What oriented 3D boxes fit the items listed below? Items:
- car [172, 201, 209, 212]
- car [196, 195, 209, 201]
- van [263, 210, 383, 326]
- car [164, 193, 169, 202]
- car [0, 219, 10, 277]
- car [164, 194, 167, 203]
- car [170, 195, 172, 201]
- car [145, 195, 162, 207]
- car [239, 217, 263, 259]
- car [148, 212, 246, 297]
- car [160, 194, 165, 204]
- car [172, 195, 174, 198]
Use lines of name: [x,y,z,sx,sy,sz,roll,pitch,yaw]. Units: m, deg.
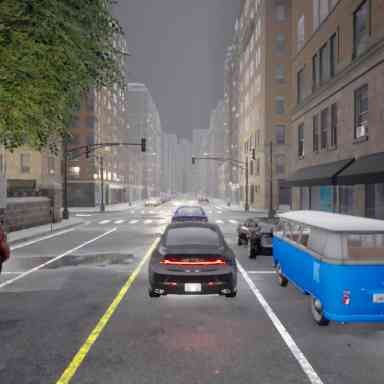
car: [-0.104,1.472,18.032,1.882,1.535,5.008,0,0,0]
car: [2.336,1.409,66.830,1.967,1.590,4.097,0,0,0]
van: [2.808,1.340,6.795,1.690,1.788,3.998,0,0,0]
car: [-6.188,1.514,66.727,1.887,1.381,4.507,0,0,0]
car: [-5.717,1.314,6.688,2.192,1.841,5.009,0,0,0]
car: [-6.145,1.514,61.276,1.887,1.381,4.507,0,0,0]
car: [-6.273,1.522,77.628,2.008,1.369,4.403,0,0,0]
car: [-6.058,1.497,50.205,1.752,1.417,4.829,0,0,0]
car: [2.764,1.563,12.455,1.947,1.339,4.313,0,0,0]
car: [0.009,1.503,8.536,1.837,1.490,4.892,0,0,0]
car: [-6.102,1.521,55.825,2.008,1.369,4.403,0,0,0]
car: [-6.317,1.288,83.079,2.192,1.841,5.009,0,0,0]
